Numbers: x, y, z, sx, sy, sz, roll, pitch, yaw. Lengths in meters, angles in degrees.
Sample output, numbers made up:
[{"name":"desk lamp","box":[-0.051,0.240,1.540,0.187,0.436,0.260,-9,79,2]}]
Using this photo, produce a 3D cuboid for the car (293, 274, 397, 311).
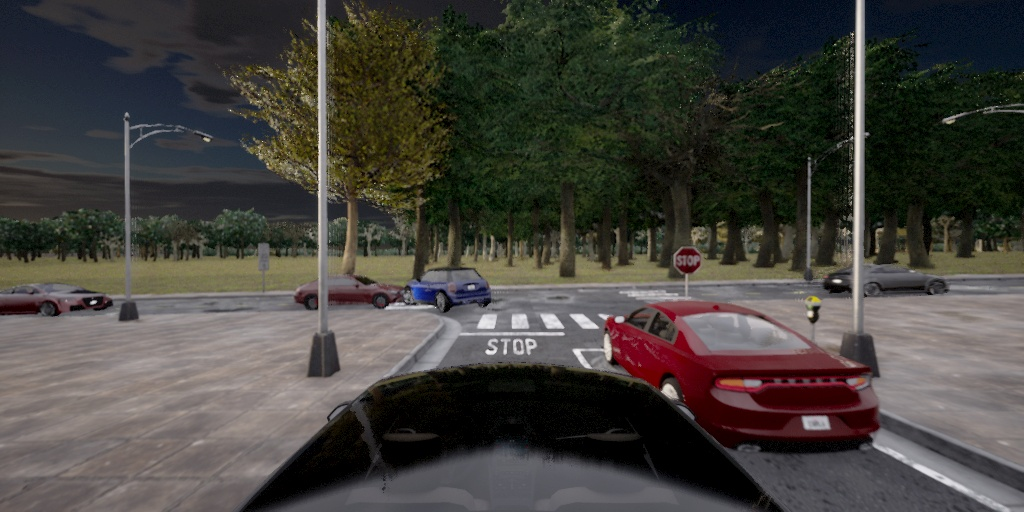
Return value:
[{"name":"car","box":[-7.025,1.538,15.767,4.674,1.442,1.812,-1,1,0]}]

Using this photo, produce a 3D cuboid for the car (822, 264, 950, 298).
[{"name":"car","box":[16.290,1.031,15.765,4.181,1.385,1.994,-1,1,0]}]

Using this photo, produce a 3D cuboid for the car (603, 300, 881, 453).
[{"name":"car","box":[2.639,1.321,5.322,1.888,1.381,4.507,0,0,0]}]

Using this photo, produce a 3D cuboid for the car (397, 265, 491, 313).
[{"name":"car","box":[-2.920,1.257,15.379,2.097,1.767,4.553,-3,1,-39]}]

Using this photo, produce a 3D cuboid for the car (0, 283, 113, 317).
[{"name":"car","box":[-20.407,1.899,15.773,4.181,1.385,1.994,-1,1,0]}]
